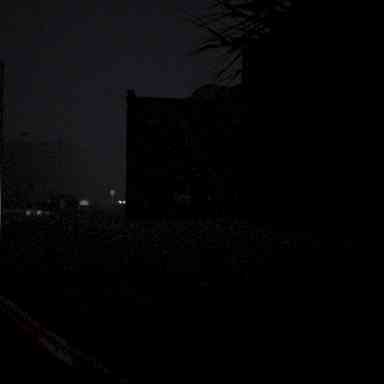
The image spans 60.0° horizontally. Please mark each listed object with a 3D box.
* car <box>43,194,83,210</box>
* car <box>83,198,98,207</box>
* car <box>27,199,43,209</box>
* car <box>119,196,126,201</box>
[{"bbox_3d":[-16.750,1.305,43.497,2.150,2.045,5.566,1,0,2],"label":"car"},{"bbox_3d":[-16.523,1.670,53.216,1.812,1.442,4.674,1,0,2],"label":"car"},{"bbox_3d":[-20.352,1.624,45.055,1.895,1.301,4.718,1,0,2],"label":"car"},{"bbox_3d":[-18.877,1.821,92.878,2.128,1.511,4.902,1,0,2],"label":"car"}]
